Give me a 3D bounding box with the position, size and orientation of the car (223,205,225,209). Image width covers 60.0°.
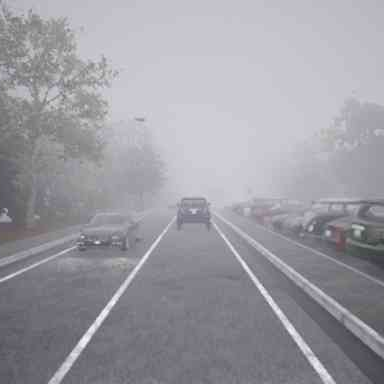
[{"bbox_3d":[7.126,1.881,44.938,4.892,1.521,2.231,0,-1,0],"label":"car"}]

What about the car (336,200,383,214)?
[{"bbox_3d":[20.006,1.782,39.154,5.366,1.575,1.946,0,-1,0],"label":"car"}]

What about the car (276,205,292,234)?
[{"bbox_3d":[7.078,1.564,17.186,4.674,1.452,2.002,0,-1,0],"label":"car"}]

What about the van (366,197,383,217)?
[{"bbox_3d":[20.299,1.492,33.619,4.442,1.987,1.878,0,-1,0],"label":"van"}]

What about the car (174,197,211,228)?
[{"bbox_3d":[0.113,1.334,22.932,2.150,2.045,5.566,0,0,0],"label":"car"}]

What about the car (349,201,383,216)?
[{"bbox_3d":[20.180,1.752,36.387,4.892,1.521,2.231,0,-1,0],"label":"car"}]

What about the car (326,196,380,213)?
[{"bbox_3d":[20.223,1.573,41.926,5.566,2.045,2.435,0,-1,0],"label":"car"}]

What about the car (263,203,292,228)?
[{"bbox_3d":[7.050,1.587,19.963,4.792,1.488,2.163,0,-1,0],"label":"car"}]

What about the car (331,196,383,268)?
[{"bbox_3d":[7.090,1.189,8.877,5.566,2.045,2.435,0,0,0],"label":"car"}]

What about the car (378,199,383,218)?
[{"bbox_3d":[20.146,1.559,30.848,4.553,1.767,2.185,0,-1,0],"label":"car"}]

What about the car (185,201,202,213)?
[{"bbox_3d":[0.135,1.925,42.735,2.033,1.411,5.357,0,-1,0],"label":"car"}]

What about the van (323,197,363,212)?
[{"bbox_3d":[20.318,1.650,44.817,4.442,1.987,1.878,0,-1,0],"label":"van"}]

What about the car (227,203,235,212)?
[{"bbox_3d":[7.079,1.504,36.621,5.566,2.045,2.435,0,-1,0],"label":"car"}]

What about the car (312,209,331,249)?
[{"bbox_3d":[7.095,1.488,11.628,4.792,1.488,2.163,0,0,0],"label":"car"}]

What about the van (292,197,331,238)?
[{"bbox_3d":[6.954,1.265,14.413,4.442,1.987,1.878,0,-1,0],"label":"van"}]

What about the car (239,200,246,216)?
[{"bbox_3d":[7.101,1.729,31.066,4.674,1.452,2.002,0,-1,0],"label":"car"}]

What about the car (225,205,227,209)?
[{"bbox_3d":[7.123,1.831,42.166,5.008,1.535,2.097,0,-1,0],"label":"car"}]

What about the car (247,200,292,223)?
[{"bbox_3d":[7.094,1.623,25.514,5.008,1.535,2.097,0,-1,0],"label":"car"}]

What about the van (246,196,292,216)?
[{"bbox_3d":[7.210,1.430,28.293,4.442,1.987,1.878,0,-1,0],"label":"van"}]

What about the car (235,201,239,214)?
[{"bbox_3d":[7.132,1.752,33.841,4.792,1.488,2.163,0,-1,0],"label":"car"}]

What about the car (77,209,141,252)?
[{"bbox_3d":[-3.345,1.547,14.177,1.837,1.490,4.892,0,0,0],"label":"car"}]

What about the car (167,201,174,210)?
[{"bbox_3d":[-3.245,2.276,57.073,2.033,1.411,5.357,0,-2,1],"label":"car"}]
